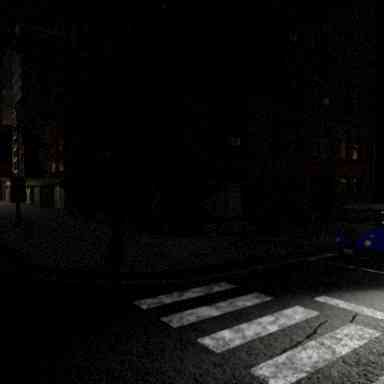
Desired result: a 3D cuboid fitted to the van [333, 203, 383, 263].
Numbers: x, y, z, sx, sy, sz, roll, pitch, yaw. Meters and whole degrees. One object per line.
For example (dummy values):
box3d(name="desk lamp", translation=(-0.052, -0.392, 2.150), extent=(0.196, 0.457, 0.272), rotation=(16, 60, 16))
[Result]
box3d(name="van", translation=(6.508, 1.292, 11.431), extent=(3.998, 1.788, 1.690), rotation=(0, 0, -36))
